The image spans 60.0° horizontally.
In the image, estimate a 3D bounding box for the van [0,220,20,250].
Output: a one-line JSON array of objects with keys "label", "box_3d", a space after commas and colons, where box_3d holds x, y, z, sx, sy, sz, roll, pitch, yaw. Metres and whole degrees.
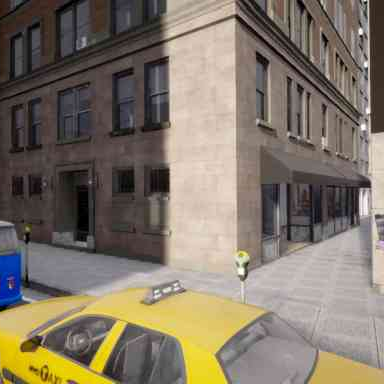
[{"label": "van", "box_3d": [-4.946, 1.343, 6.404, 3.998, 1.788, 1.690, 0, -1, 36]}]

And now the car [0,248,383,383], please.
[{"label": "car", "box_3d": [-0.473, 1.526, 3.198, 4.829, 1.417, 1.752, 0, -1, 36]}]
